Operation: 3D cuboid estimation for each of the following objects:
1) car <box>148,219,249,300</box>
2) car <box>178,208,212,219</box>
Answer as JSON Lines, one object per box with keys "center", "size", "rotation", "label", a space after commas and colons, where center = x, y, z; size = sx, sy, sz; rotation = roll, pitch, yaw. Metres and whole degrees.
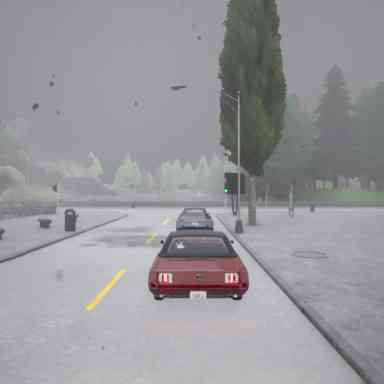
{"center": [0.125, 1.599, 8.312], "size": [1.895, 1.301, 4.718], "rotation": [0, 0, 0], "label": "car"}
{"center": [0.158, 1.560, 18.687], "size": [1.994, 1.385, 4.181], "rotation": [0, 0, 0], "label": "car"}
